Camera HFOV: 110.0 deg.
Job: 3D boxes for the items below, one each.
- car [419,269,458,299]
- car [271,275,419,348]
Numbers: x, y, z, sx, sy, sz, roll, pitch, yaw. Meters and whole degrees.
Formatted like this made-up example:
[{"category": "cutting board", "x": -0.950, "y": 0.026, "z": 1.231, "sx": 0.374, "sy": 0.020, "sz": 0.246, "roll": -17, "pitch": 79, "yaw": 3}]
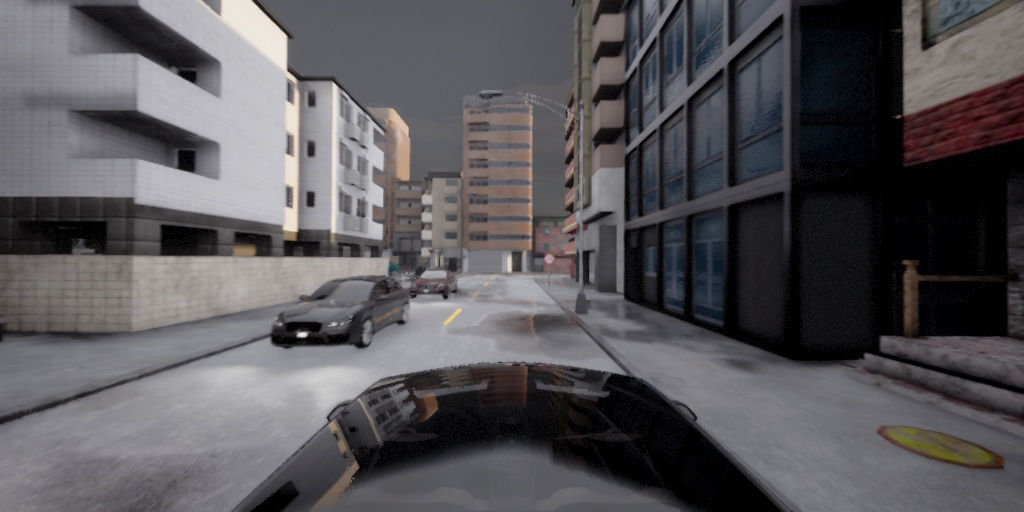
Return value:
[{"category": "car", "x": -4.061, "y": 1.417, "z": 19.359, "sx": 1.812, "sy": 1.442, "sz": 4.674, "roll": 0, "pitch": 0, "yaw": 0}, {"category": "car", "x": -4.091, "y": 1.306, "z": 9.428, "sx": 1.837, "sy": 1.490, "sz": 4.892, "roll": 0, "pitch": -1, "yaw": 0}]
